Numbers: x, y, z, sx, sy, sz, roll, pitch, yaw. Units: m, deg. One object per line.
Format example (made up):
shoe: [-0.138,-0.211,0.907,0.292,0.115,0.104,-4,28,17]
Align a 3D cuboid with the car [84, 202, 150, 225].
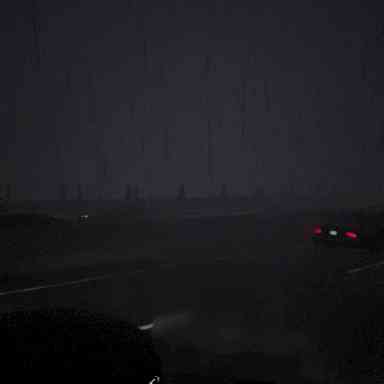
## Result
car: [-5.127,1.432,21.827,4.902,1.511,2.128,0,0,-35]

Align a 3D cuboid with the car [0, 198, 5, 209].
car: [-10.592,1.227,13.634,5.566,2.045,2.150,0,0,-35]

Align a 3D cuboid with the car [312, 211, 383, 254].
car: [6.944,1.455,12.993,5.357,1.411,2.033,0,0,-35]

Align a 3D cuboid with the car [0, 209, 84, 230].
car: [-6.763,1.495,12.064,4.892,1.490,1.837,0,0,-35]

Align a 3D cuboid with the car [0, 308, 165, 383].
car: [-2.505,1.485,1.959,5.008,1.535,1.882,-1,0,-35]
